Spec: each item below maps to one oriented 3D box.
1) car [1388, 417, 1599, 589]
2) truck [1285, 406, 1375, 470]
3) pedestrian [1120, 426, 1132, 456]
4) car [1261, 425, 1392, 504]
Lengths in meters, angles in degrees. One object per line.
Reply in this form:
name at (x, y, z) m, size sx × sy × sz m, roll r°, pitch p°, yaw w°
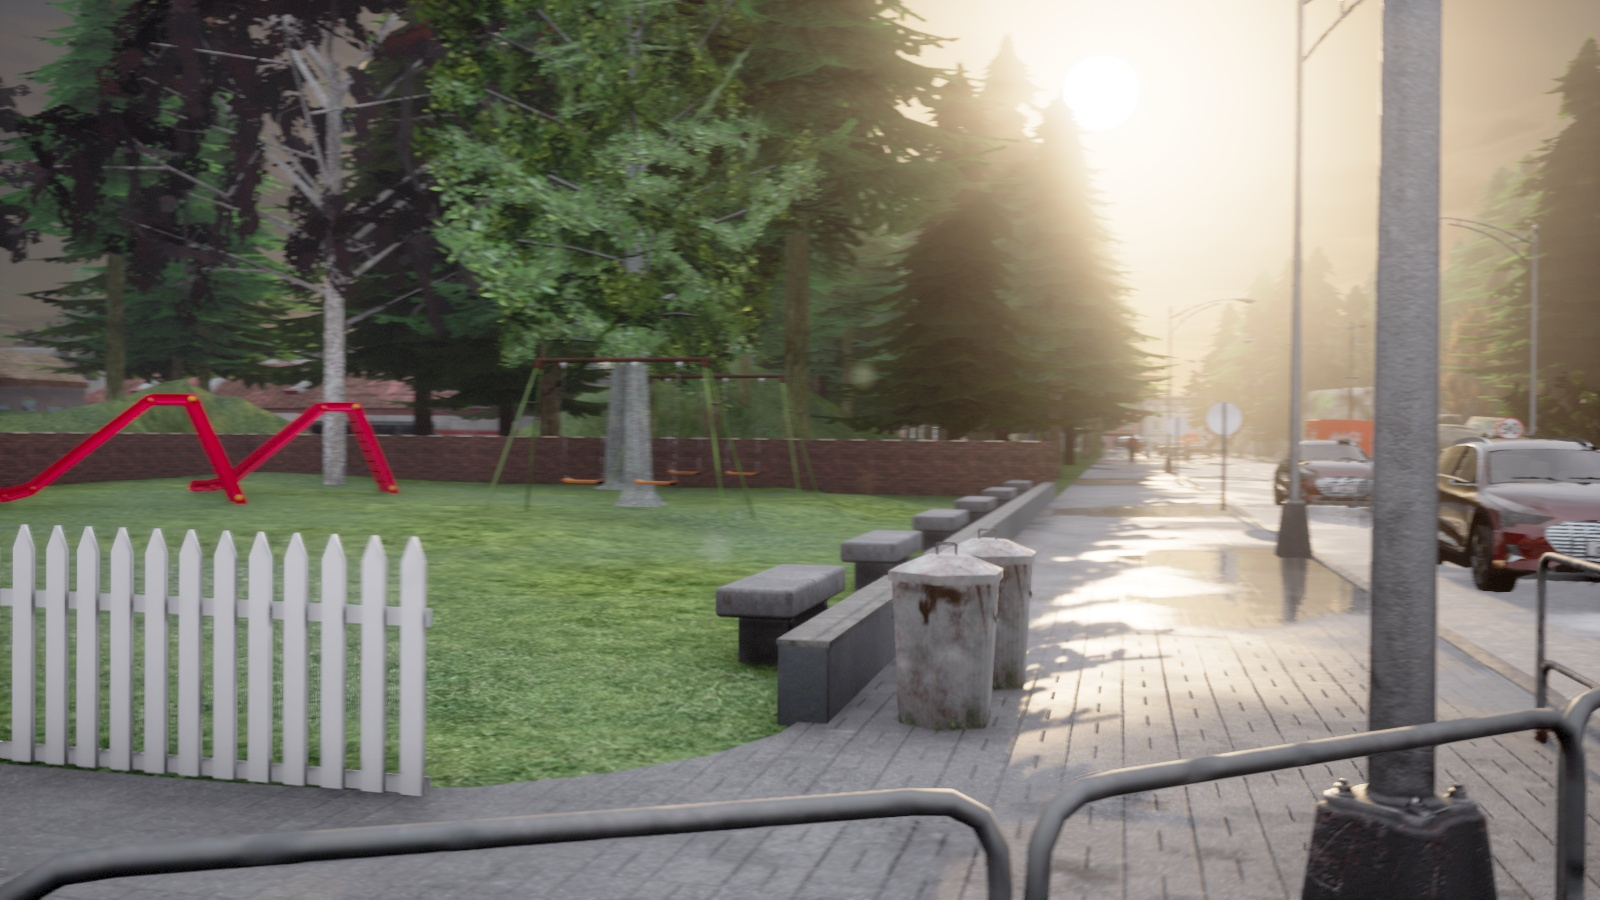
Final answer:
car at (8.365, 0.476, 14.392) m, size 2.033 × 1.649 × 4.856 m, roll -1°, pitch 1°, yaw 14°
truck at (21.778, -0.497, 51.796) m, size 2.627 × 2.467 × 5.204 m, roll -1°, pitch 1°, yaw 14°
pedestrian at (20.228, -0.551, 77.945) m, size 0.634 × 1.844 × 0.899 m, roll -1°, pitch 1°, yaw 13°
car at (11.931, 0.283, 28.752) m, size 2.033 × 1.649 × 4.856 m, roll -1°, pitch 1°, yaw 14°
